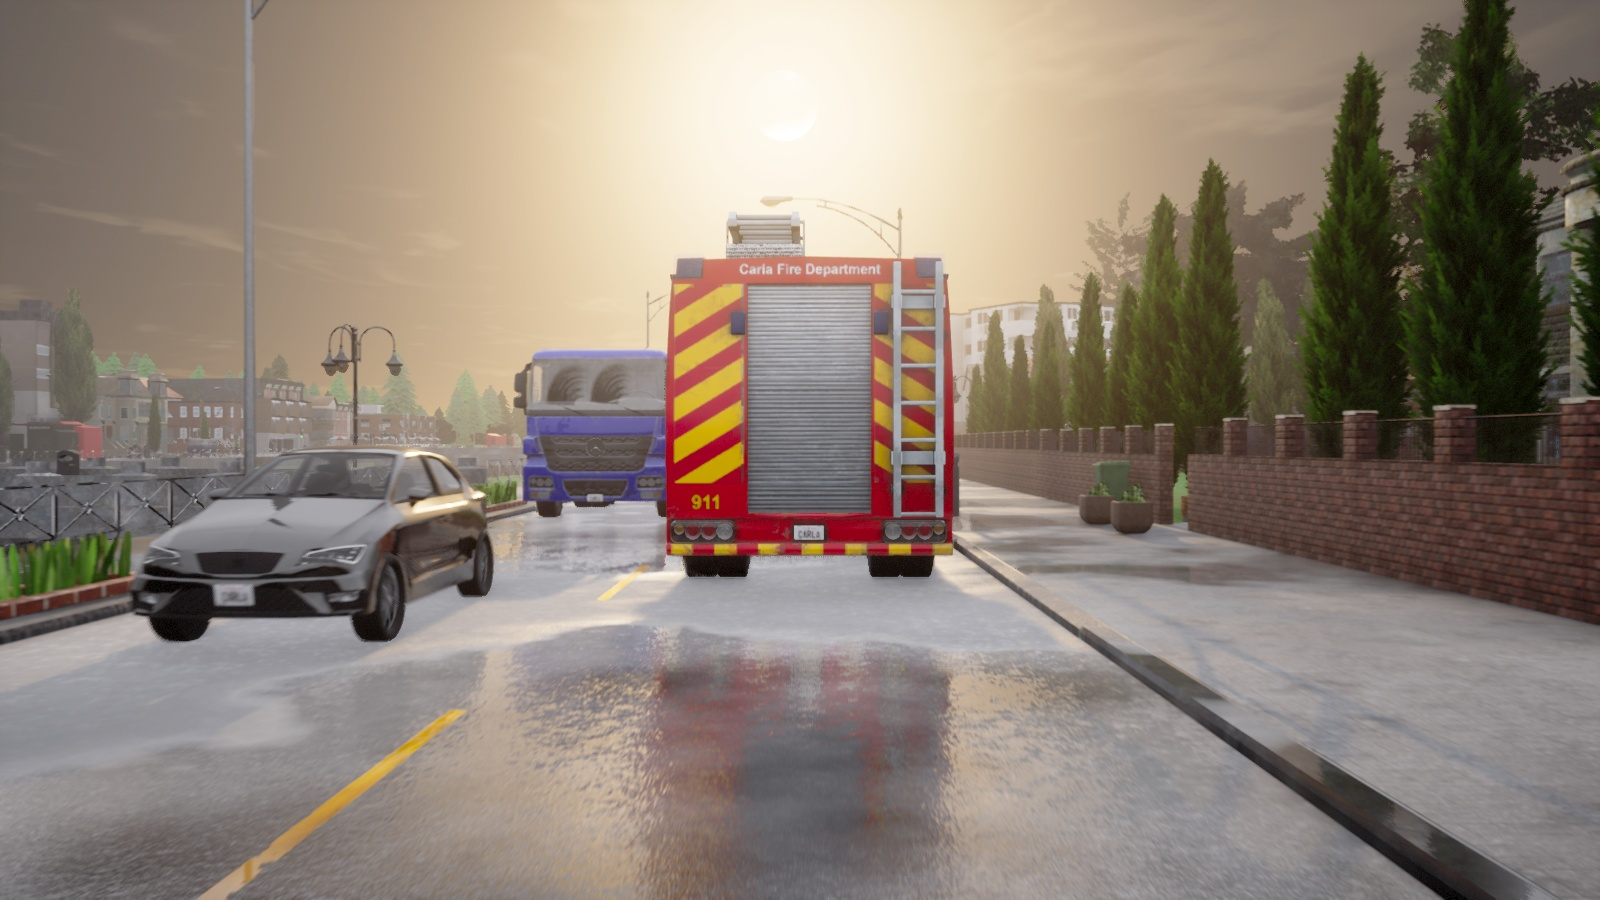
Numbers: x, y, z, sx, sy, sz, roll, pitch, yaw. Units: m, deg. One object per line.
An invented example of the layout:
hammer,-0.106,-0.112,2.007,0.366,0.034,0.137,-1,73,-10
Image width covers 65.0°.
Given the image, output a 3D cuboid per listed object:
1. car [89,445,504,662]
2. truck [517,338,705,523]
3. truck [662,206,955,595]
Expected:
car,-3.926,0.697,10.648,1.816,1.474,4.193,0,0,0
truck,-3.833,-0.393,27.455,2.891,3.462,7.936,0,0,0
truck,0.108,-0.512,16.623,2.891,3.827,8.468,0,0,0
